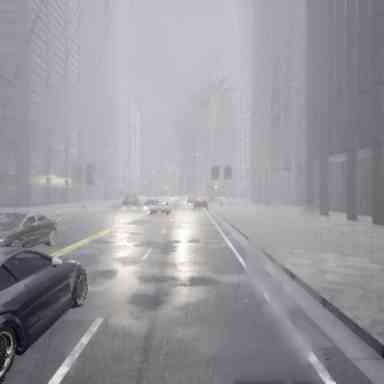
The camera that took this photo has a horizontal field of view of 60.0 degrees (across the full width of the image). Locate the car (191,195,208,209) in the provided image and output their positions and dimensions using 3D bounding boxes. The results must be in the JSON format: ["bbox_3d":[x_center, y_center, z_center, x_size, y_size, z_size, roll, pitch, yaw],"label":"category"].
[{"bbox_3d":[1.144,1.482,44.193,1.882,1.535,5.008,0,0,0],"label":"car"}]

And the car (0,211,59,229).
[{"bbox_3d":[-6.595,1.492,12.302,2.128,1.511,4.902,0,0,0],"label":"car"}]

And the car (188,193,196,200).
[{"bbox_3d":[0.014,1.282,87.282,2.097,1.767,4.553,0,0,0],"label":"car"}]

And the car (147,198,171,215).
[{"bbox_3d":[-3.147,1.601,34.218,1.895,1.301,4.718,0,0,0],"label":"car"}]

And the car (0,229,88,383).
[{"bbox_3d":[-3.150,1.564,5.260,1.994,1.385,4.181,0,0,0],"label":"car"}]

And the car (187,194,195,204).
[{"bbox_3d":[0.010,1.583,63.601,1.994,1.385,4.181,0,0,0],"label":"car"}]

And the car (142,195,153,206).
[{"bbox_3d":[-6.541,1.613,53.903,1.895,1.301,4.718,0,0,1],"label":"car"}]

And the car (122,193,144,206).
[{"bbox_3d":[-9.785,1.231,53.832,2.150,2.045,5.566,0,0,1],"label":"car"}]
